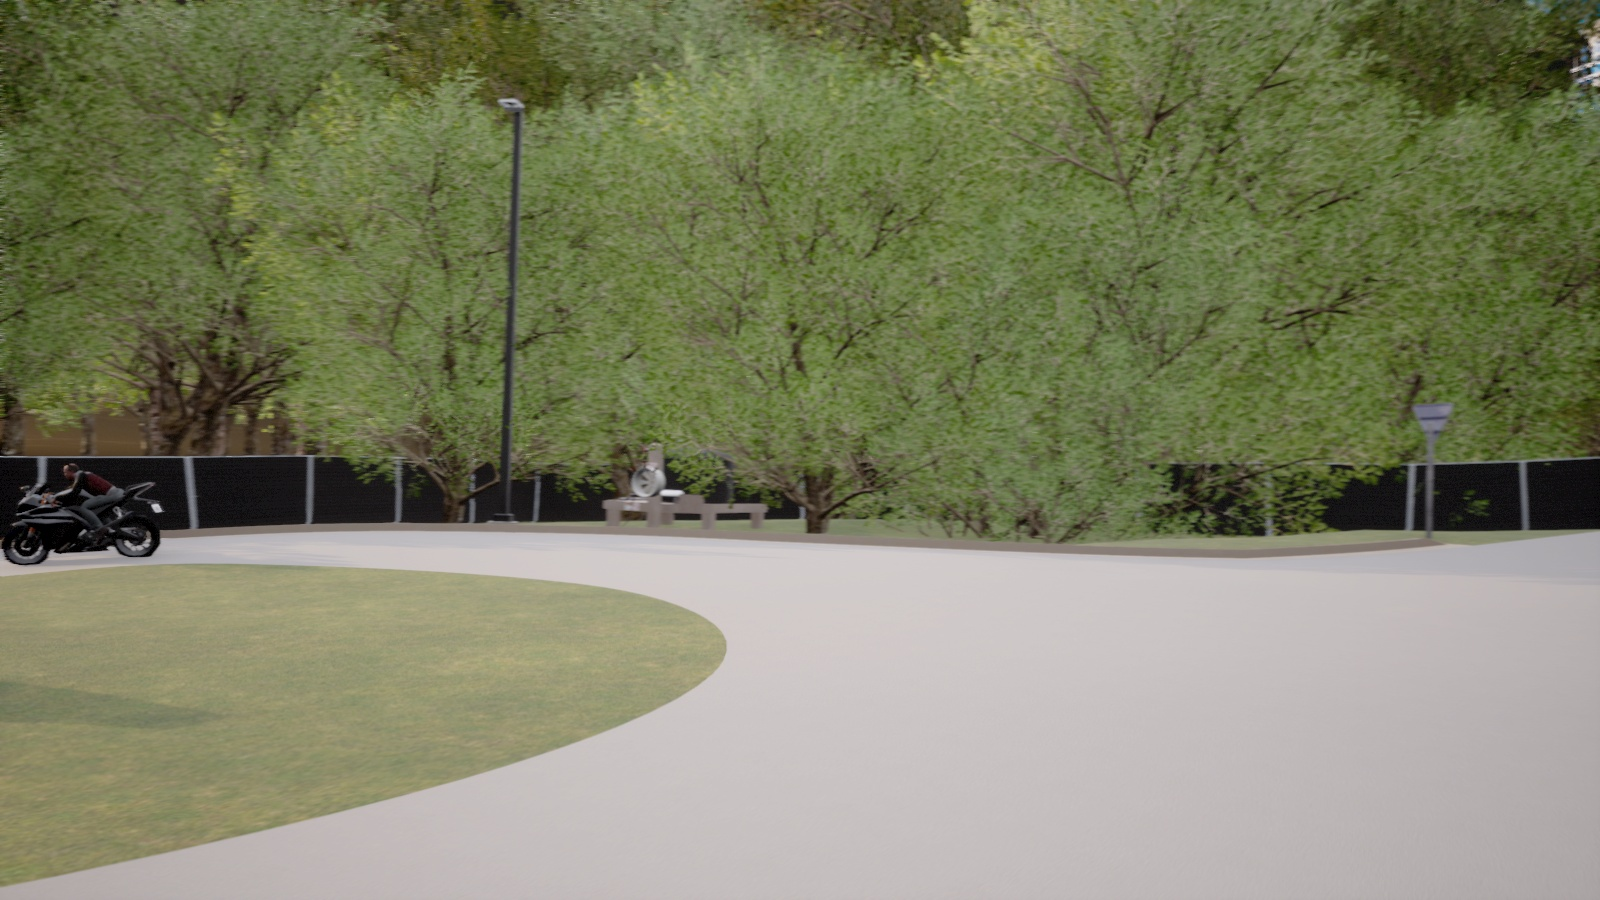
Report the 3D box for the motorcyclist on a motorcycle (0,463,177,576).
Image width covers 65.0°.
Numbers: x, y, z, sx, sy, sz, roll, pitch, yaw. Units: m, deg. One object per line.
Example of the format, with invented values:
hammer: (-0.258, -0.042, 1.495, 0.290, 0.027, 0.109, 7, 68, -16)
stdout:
motorcyclist on a motorcycle: (-10.854, 1.028, 19.146, 2.191, 1.530, 0.866, -3, 1, -10)
